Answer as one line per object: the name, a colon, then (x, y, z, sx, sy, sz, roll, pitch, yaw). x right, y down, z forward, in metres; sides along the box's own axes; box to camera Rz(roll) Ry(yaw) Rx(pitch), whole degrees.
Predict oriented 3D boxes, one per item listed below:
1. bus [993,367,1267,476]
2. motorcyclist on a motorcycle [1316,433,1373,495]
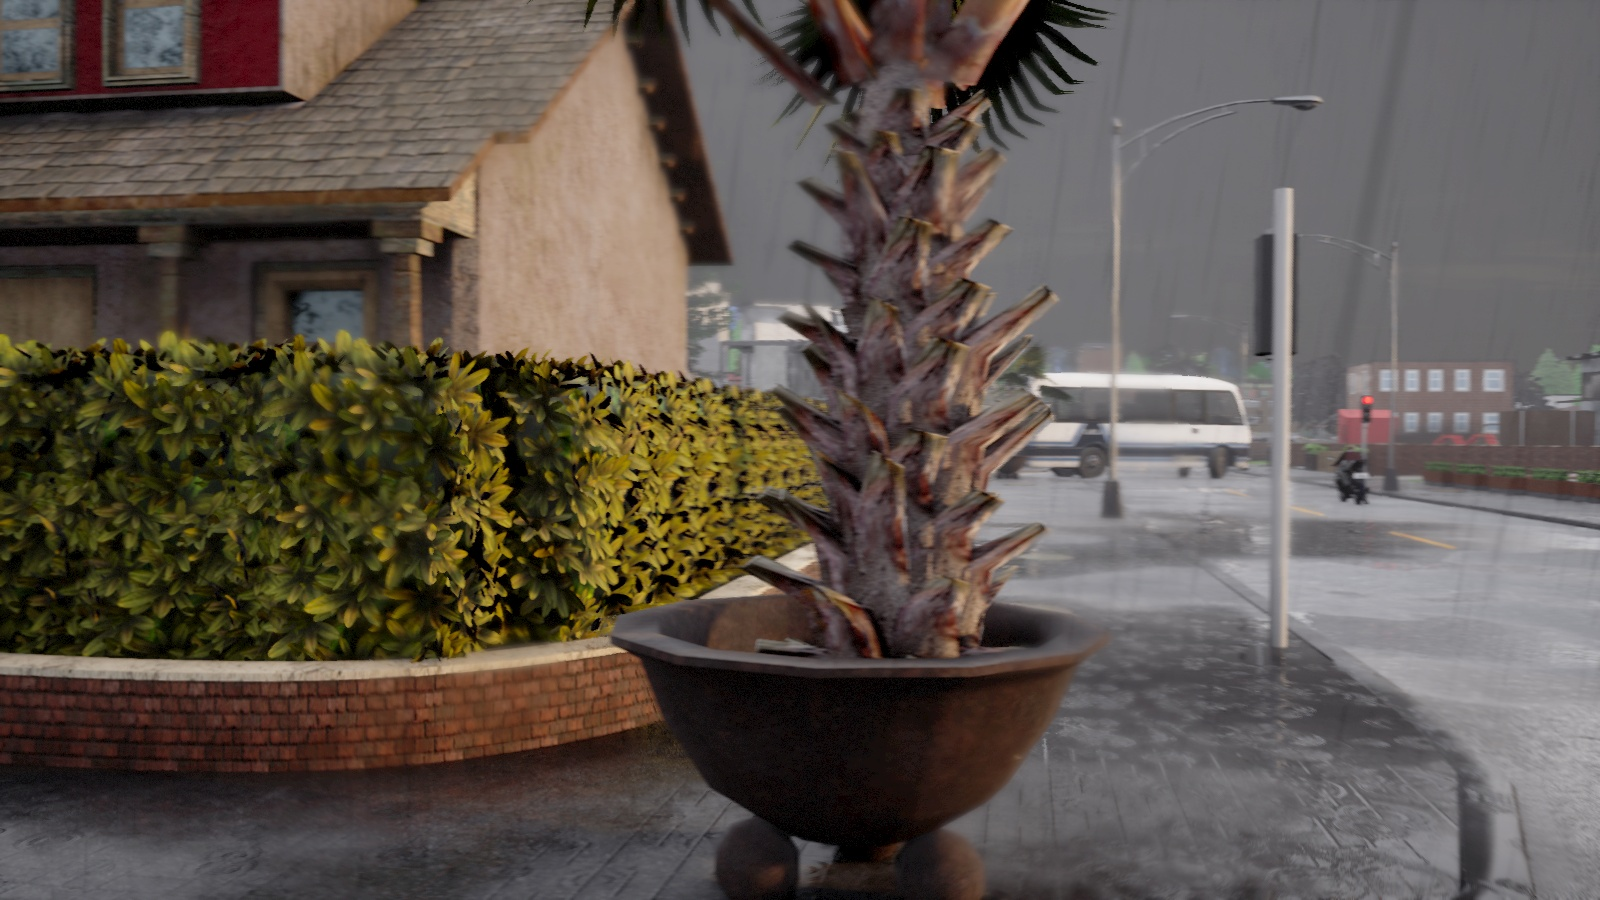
bus: (13.573, -1.264, 51.963, 10.273, 4.253, 3.944, -1, 3, -14)
motorcyclist on a motorcycle: (13.884, 0.341, 32.080, 0.866, 1.530, 2.191, -1, 1, 11)
